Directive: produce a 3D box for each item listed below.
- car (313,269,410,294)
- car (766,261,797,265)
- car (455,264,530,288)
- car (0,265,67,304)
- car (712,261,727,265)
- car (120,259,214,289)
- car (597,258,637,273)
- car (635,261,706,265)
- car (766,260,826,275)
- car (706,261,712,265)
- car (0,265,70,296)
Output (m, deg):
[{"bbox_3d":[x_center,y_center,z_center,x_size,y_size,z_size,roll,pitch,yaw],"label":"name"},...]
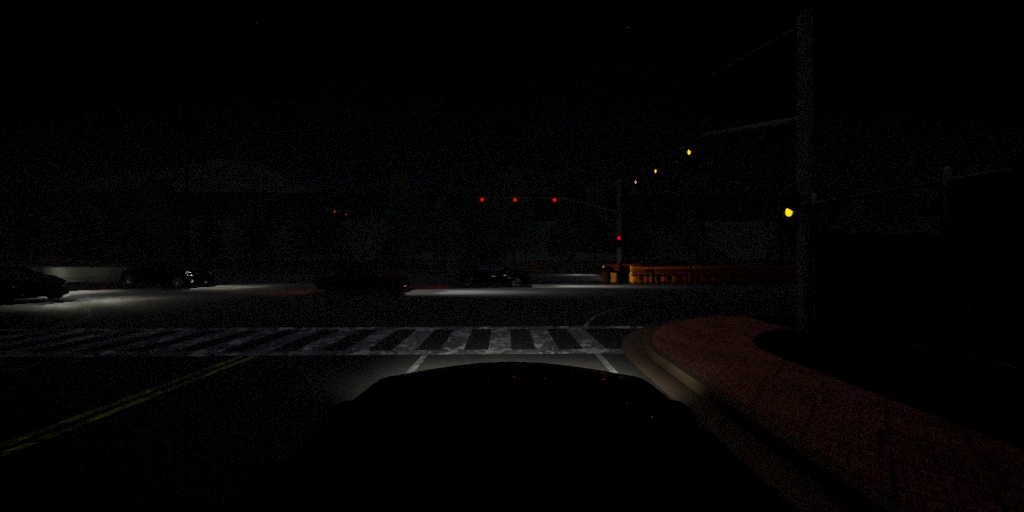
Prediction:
[{"bbox_3d":[-8.148,1.351,19.809,4.718,1.301,1.895,0,0,-2],"label":"car"},{"bbox_3d":[22.960,1.351,31.485,4.718,1.301,1.895,0,0,-2],"label":"car"},{"bbox_3d":[-1.269,1.241,23.524,4.902,1.511,2.128,0,0,-2],"label":"car"},{"bbox_3d":[-22.729,1.228,15.747,5.008,1.535,1.882,0,0,1],"label":"car"},{"bbox_3d":[20.532,1.255,38.413,4.892,1.490,1.837,0,0,-2],"label":"car"},{"bbox_3d":[-21.856,1.099,22.881,4.553,1.767,2.097,0,0,-2],"label":"car"},{"bbox_3d":[11.415,1.102,38.128,4.553,1.767,2.097,0,0,-2],"label":"car"},{"bbox_3d":[13.705,1.255,31.196,4.892,1.490,1.837,0,0,-2],"label":"car"},{"bbox_3d":[30.583,1.242,38.719,4.902,1.511,2.128,0,0,-2],"label":"car"},{"bbox_3d":[16.349,1.276,34.779,4.674,1.442,1.812,0,0,-2],"label":"car"},{"bbox_3d":[-27.342,1.244,19.210,4.892,1.490,1.837,1,0,-2],"label":"car"}]
